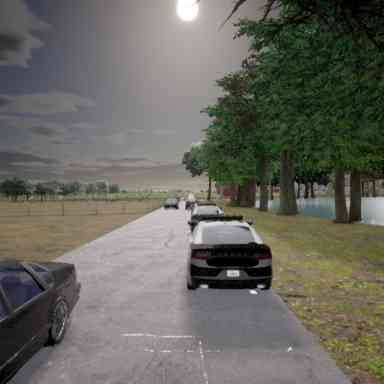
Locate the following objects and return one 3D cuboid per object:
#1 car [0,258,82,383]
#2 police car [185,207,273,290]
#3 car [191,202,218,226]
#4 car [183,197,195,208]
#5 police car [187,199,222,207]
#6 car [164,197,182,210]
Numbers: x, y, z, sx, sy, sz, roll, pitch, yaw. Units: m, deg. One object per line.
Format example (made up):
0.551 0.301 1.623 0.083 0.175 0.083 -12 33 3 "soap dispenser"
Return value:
-2.849 1.549 3.616 2.033 1.411 5.357 0 0 0 "car"
0.829 1.435 9.252 1.930 1.638 5.238 0 0 0 "police car"
0.835 1.557 25.143 1.837 1.490 4.892 0 0 0 "car"
0.046 1.638 47.683 1.882 1.535 5.008 0 0 1 "car"
0.833 1.458 19.253 1.930 1.638 5.238 0 0 0 "police car"
-2.827 1.629 46.207 1.882 1.535 5.008 0 0 0 "car"
